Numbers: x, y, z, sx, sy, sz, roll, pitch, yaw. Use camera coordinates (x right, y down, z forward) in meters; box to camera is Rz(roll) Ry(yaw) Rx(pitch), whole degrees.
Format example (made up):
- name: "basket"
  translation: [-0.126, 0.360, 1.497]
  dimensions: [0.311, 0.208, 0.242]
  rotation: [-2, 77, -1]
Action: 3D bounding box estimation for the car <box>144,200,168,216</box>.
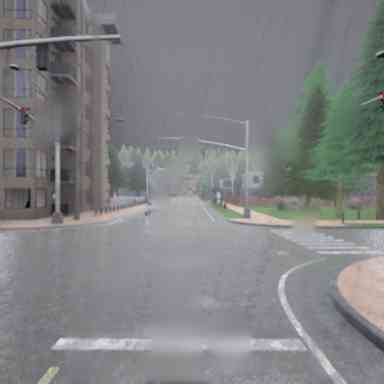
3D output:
- name: "car"
  translation: [-3.522, 1.570, 32.725]
  dimensions: [1.812, 1.442, 4.674]
  rotation: [0, 0, 0]
